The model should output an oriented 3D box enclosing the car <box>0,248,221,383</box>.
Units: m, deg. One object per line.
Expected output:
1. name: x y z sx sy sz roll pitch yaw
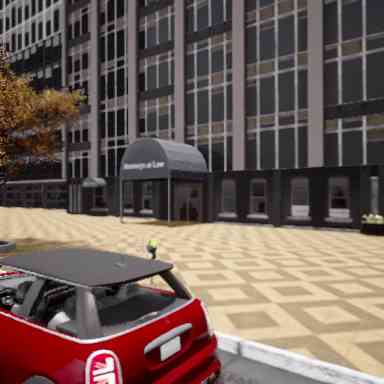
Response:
1. car: -1.775 1.436 4.143 4.097 1.590 1.967 0 0 35
